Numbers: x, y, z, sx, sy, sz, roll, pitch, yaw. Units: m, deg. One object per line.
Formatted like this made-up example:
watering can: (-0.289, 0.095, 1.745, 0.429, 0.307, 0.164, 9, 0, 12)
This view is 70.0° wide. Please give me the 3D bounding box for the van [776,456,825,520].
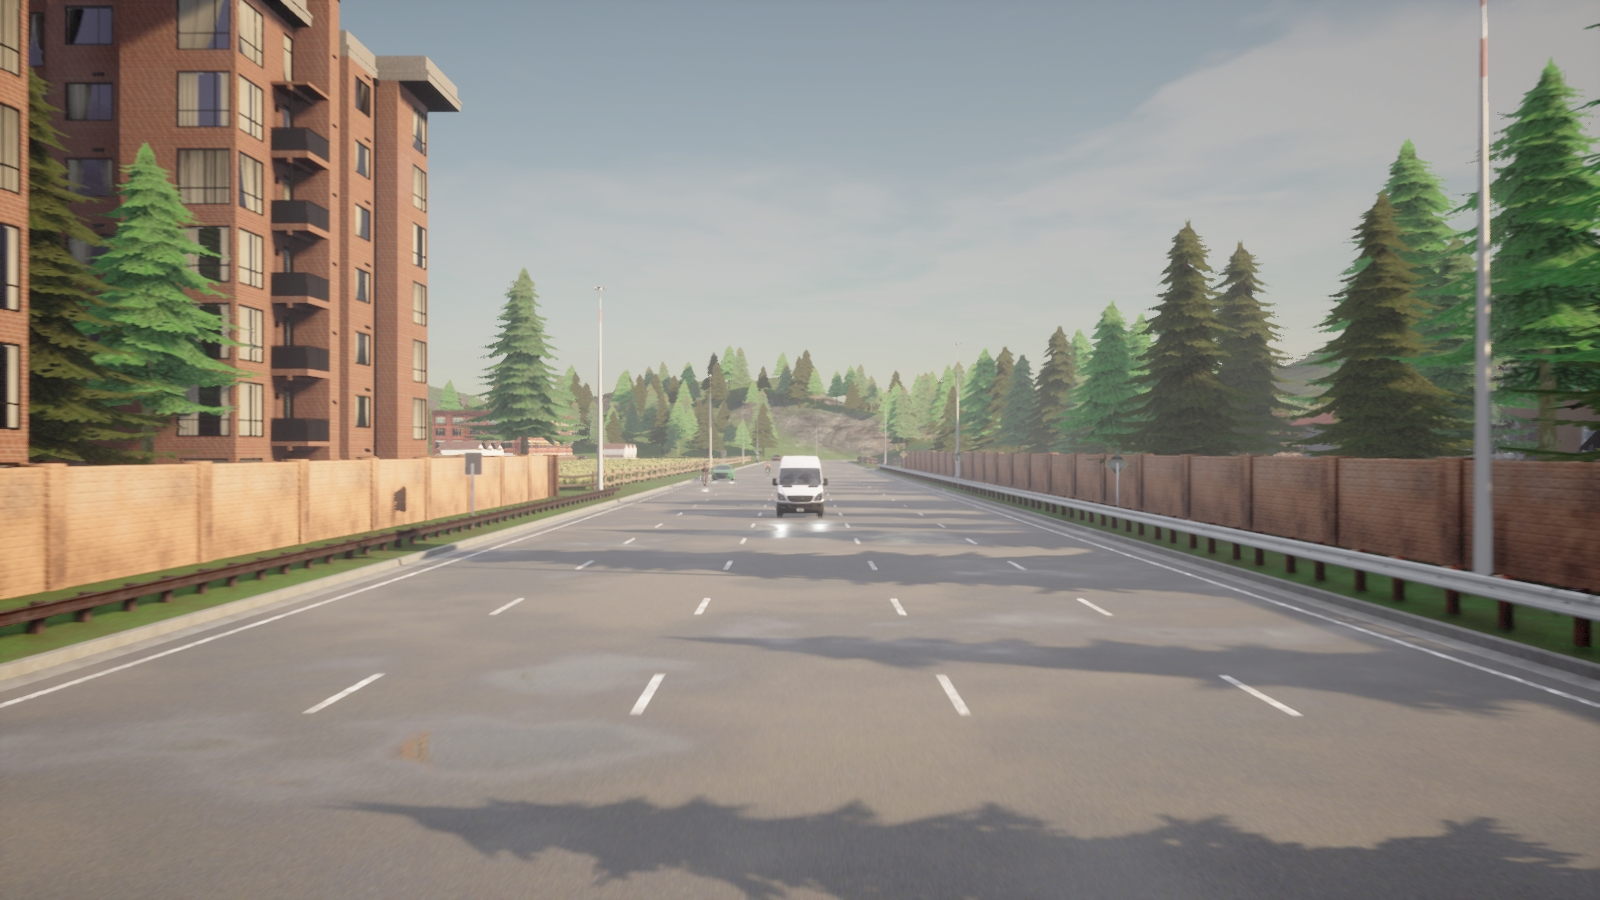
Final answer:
van: (0.013, 1.534, 48.854, 1.988, 2.561, 5.915, 0, 0, 0)
